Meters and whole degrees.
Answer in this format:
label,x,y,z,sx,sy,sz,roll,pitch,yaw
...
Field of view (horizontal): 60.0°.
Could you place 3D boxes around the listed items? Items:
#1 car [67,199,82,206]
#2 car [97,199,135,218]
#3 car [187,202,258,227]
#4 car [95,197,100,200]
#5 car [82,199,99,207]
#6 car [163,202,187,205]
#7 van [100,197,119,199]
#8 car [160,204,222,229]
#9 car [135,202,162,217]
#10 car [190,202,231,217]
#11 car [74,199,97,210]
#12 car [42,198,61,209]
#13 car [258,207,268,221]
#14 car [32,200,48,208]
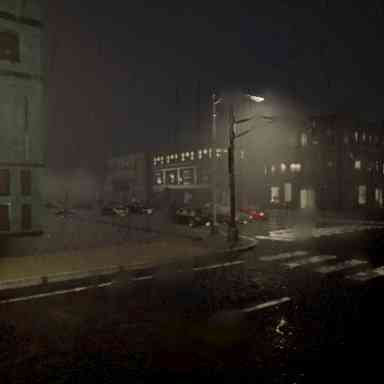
label,x,y,z,sx,sy,sz,roll,pitch,yaw
car,-26.978,2.341,76.268,1.947,1.339,4.313,-2,0,-35
car,-8.135,1.832,35.328,1.967,1.590,4.097,-2,0,-35
car,2.171,1.748,25.329,2.033,1.411,5.357,-1,0,-35
car,-17.356,1.916,62.737,2.192,1.841,5.009,-2,0,-35
car,-20.560,2.204,67.248,1.887,1.381,4.507,-2,0,-35
car,-1.305,1.879,40.189,1.802,1.307,4.206,-2,0,-35
van,-14.146,1.883,58.228,1.690,1.788,3.998,-2,0,-35
car,-0.186,1.799,23.951,1.947,1.339,4.313,-2,0,-35
car,-5.778,1.849,36.507,2.128,1.511,4.902,-1,0,-35
car,1.904,1.785,35.678,2.008,1.369,4.403,-2,0,-35
car,-17.276,2.178,52.829,1.895,1.301,4.718,-1,0,-35
car,-24.079,2.219,57.739,1.752,1.417,4.829,-2,0,-35
car,4.325,1.737,27.742,1.994,1.385,4.181,-1,0,-35
car,-30.596,2.362,66.898,2.008,1.369,4.403,-2,0,-35
